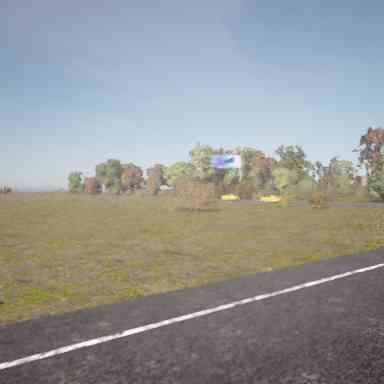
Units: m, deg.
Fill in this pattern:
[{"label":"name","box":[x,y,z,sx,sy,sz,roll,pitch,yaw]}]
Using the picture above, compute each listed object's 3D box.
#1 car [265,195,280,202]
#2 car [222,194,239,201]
[{"label":"car","box":[16.134,1.341,68.873,1.882,1.535,5.008,0,0,-34]},{"label":"car","box":[9.148,1.212,79.245,1.882,1.535,5.008,0,0,-34]}]
